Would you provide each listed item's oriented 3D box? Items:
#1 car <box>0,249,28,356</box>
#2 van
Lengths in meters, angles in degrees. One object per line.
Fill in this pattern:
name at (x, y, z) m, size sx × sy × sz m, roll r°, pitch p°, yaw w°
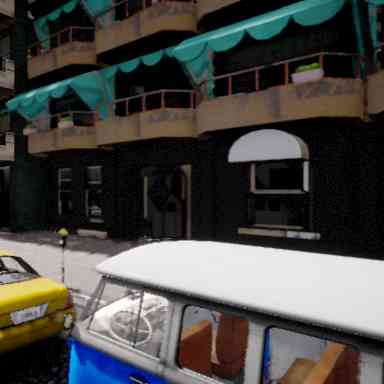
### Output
car at (-3.919, 1.479, 5.521) m, size 4.829 × 1.417 × 1.752 m, roll 1°, pitch 0°, yaw 35°
van at (0.855, 1.338, 2.121) m, size 3.998 × 1.788 × 1.690 m, roll 1°, pitch 0°, yaw 35°
